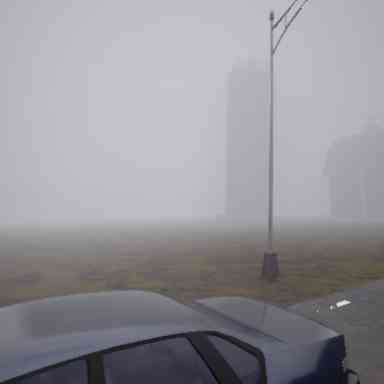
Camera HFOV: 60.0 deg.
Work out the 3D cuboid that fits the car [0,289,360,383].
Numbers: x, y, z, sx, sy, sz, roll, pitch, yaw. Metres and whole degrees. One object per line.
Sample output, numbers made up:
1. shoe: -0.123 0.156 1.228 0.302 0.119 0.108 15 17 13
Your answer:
1. car: -1.008 1.550 2.231 5.357 1.411 2.033 0 0 -36
